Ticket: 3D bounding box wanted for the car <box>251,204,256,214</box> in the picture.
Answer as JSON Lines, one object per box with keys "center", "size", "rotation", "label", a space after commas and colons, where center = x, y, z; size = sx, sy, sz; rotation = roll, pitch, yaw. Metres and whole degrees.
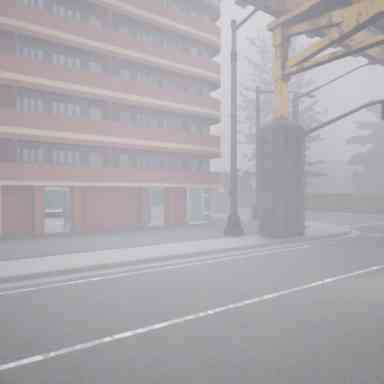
{"center": [7.367, 1.475, 29.208], "size": [1.882, 1.535, 5.008], "rotation": [0, 0, -35], "label": "car"}
